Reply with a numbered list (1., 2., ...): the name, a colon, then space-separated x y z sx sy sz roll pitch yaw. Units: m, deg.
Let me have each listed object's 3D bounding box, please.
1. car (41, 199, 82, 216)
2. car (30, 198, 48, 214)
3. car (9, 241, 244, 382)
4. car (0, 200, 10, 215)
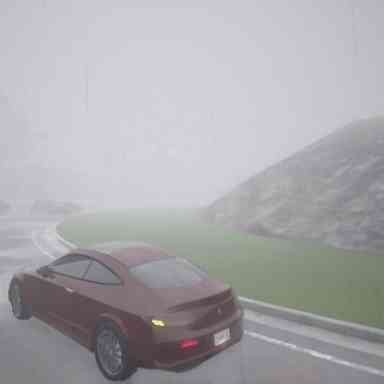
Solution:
1. car: -13.309 1.719 35.004 2.033 1.411 5.357 0 0 2
2. car: -16.420 1.524 38.104 2.097 1.767 4.553 0 -1 5
3. car: -1.348 1.561 5.516 4.674 1.442 1.812 0 0 42
4. car: -20.301 1.328 32.889 2.150 2.045 5.566 0 0 -2
